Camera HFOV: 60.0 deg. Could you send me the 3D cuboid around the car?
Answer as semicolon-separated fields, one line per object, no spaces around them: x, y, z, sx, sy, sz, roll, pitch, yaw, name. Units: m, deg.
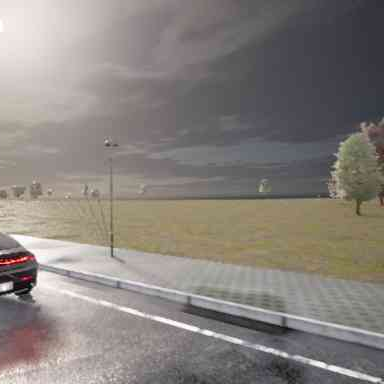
-5.450;1.581;7.639;4.892;1.490;1.837;-2;-1;36;car
